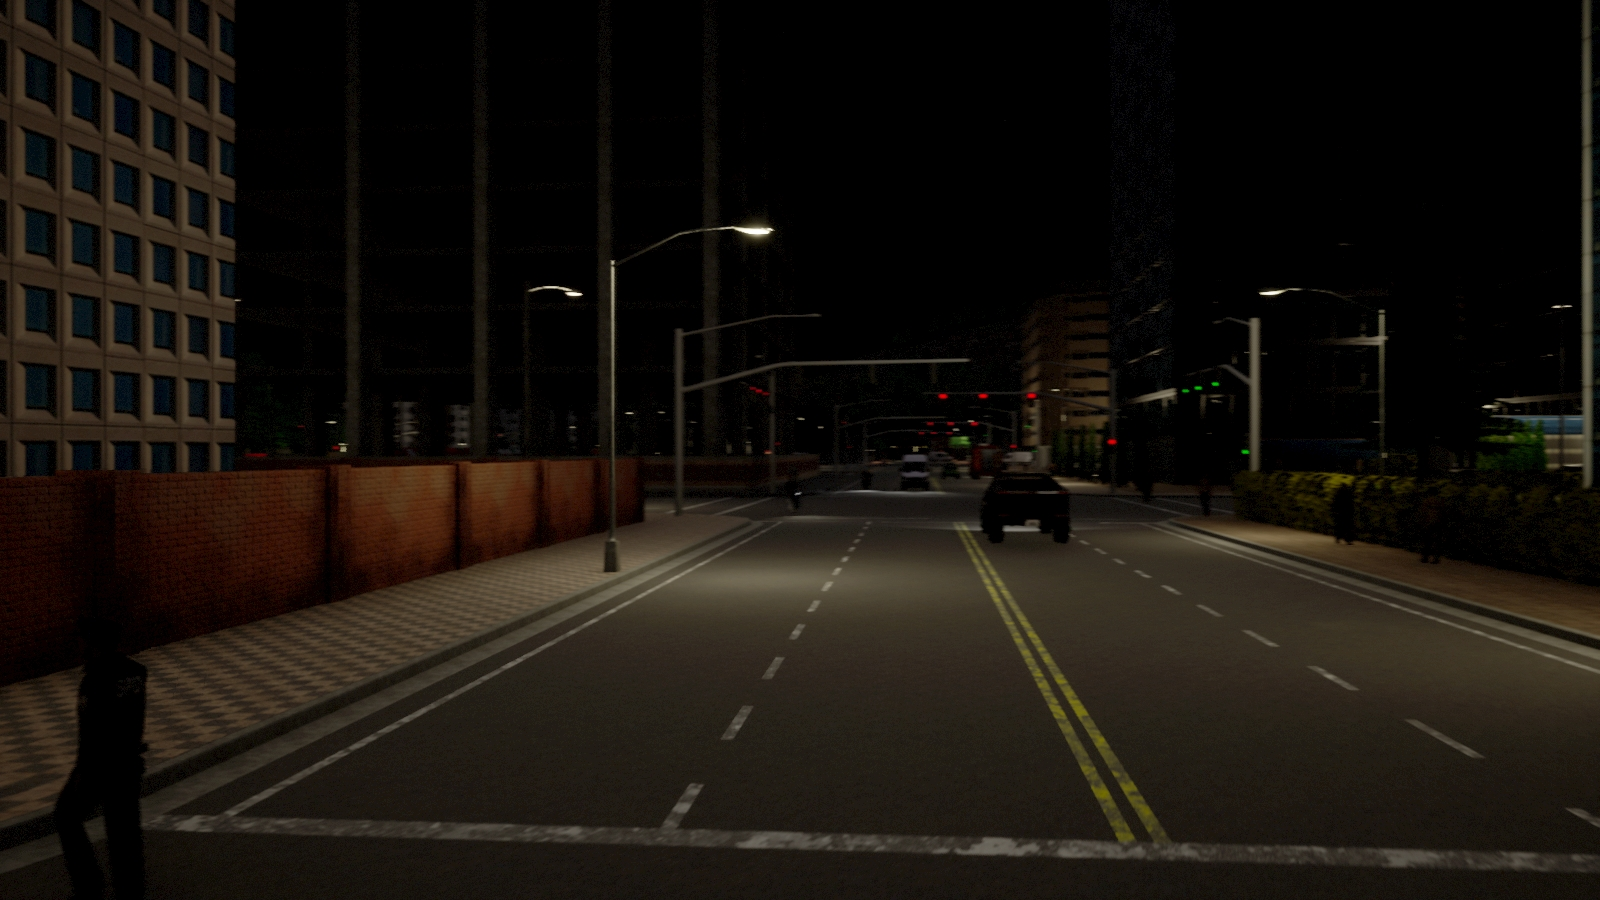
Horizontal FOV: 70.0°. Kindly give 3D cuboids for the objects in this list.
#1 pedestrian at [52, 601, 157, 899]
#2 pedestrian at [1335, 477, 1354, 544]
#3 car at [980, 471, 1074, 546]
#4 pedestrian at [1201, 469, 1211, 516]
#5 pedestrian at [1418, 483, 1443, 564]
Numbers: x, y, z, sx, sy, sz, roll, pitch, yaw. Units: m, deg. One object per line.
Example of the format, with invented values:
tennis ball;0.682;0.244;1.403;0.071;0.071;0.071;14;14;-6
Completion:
pedestrian;-4.149;1.858;6.826;0.375;1.860;0.375;0;0;12
pedestrian;15.299;1.698;32.109;0.375;1.860;0.375;0;0;6
car;7.156;1.773;36.684;2.390;2.098;6.274;0;0;6
pedestrian;16.223;1.709;45.669;0.375;1.860;0.375;0;0;19
pedestrian;14.602;1.694;26.463;0.375;1.860;0.375;0;0;3
